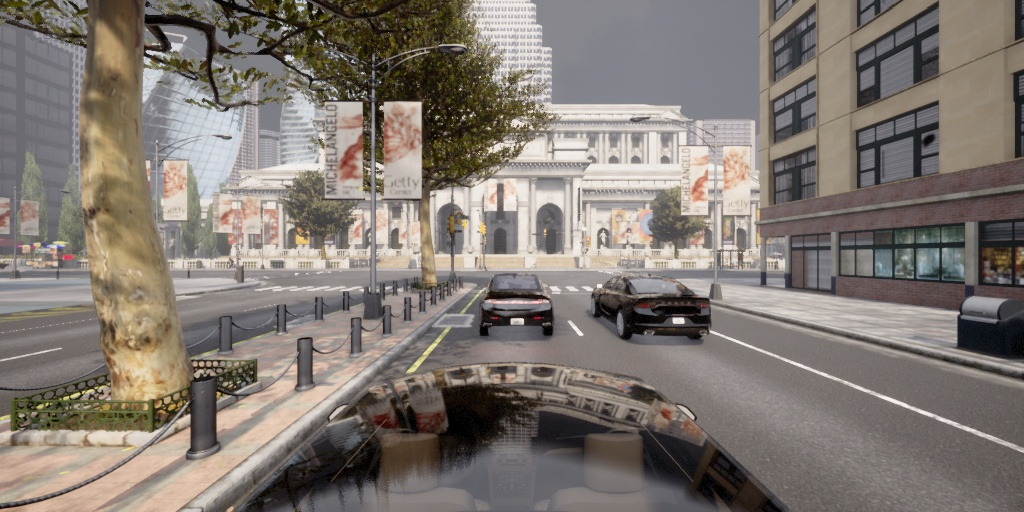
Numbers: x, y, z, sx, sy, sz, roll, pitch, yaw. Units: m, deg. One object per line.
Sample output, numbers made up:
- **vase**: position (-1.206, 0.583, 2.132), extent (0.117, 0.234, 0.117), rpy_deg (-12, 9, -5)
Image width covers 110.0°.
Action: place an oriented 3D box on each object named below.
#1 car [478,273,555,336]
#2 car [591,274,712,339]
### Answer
- **car**: position (0.080, 1.241, 10.376), extent (2.128, 1.511, 4.902), rpy_deg (0, 0, -1)
- **car**: position (3.565, 1.228, 10.109), extent (1.882, 1.535, 5.008), rpy_deg (0, 0, 0)
